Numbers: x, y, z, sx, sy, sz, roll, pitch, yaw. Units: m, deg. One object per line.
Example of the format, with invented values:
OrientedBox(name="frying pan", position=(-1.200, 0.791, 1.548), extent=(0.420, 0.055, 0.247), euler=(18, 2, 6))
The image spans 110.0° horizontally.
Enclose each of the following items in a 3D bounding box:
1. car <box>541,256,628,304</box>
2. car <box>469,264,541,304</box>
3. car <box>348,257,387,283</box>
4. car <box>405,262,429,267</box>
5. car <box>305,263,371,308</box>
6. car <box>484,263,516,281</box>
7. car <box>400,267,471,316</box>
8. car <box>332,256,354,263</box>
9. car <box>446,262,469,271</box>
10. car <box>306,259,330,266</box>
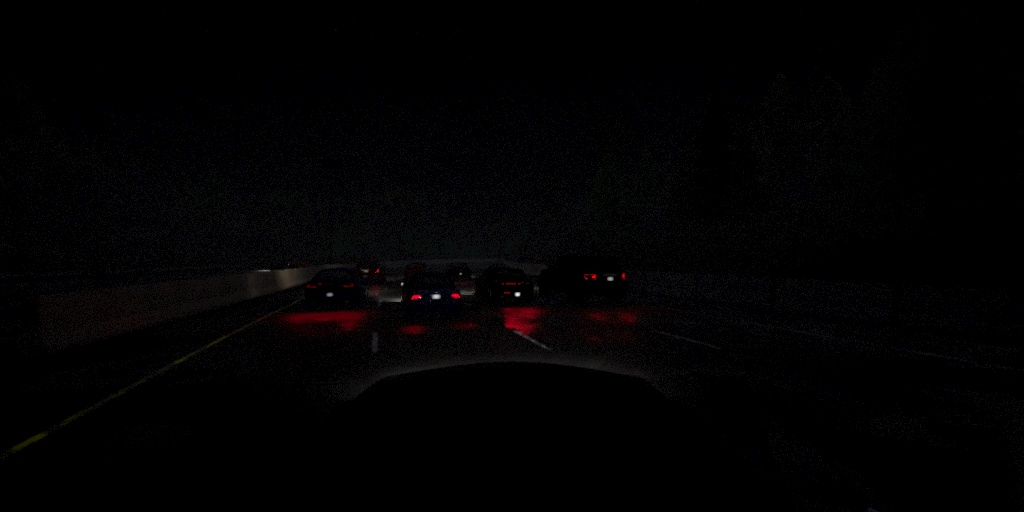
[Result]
OrientedBox(name="car", position=(3.116, 0.999, 16.947), extent=(2.150, 2.045, 5.566), euler=(0, 0, -18))
OrientedBox(name="car", position=(-0.511, 1.284, 16.822), extent=(1.837, 1.490, 4.892), euler=(0, 0, -18))
OrientedBox(name="car", position=(-11.167, 1.160, 28.348), extent=(2.097, 1.767, 4.553), euler=(0, 0, -14))
OrientedBox(name="car", position=(-8.092, 1.287, 30.527), extent=(1.882, 1.535, 5.008), euler=(0, 0, -13))
OrientedBox(name="car", position=(-7.440, 1.259, 15.523), extent=(1.882, 1.535, 5.008), euler=(0, 0, -18))
OrientedBox(name="car", position=(-1.105, 1.371, 31.402), extent=(1.994, 1.385, 4.181), euler=(0, 0, -13))
OrientedBox(name="car", position=(-3.136, 1.322, 13.540), extent=(2.033, 1.411, 5.357), euler=(0, 0, -18))
OrientedBox(name="car", position=(-26.913, 1.098, 58.219), extent=(2.150, 2.045, 5.566), euler=(0, 0, -5))
OrientedBox(name="car", position=(-4.718, 1.286, 31.463), extent=(1.882, 1.535, 5.008), euler=(0, 0, -13))
OrientedBox(name="car", position=(-30.349, 1.230, 57.451), extent=(2.097, 1.767, 4.553), euler=(0, 0, -5))
